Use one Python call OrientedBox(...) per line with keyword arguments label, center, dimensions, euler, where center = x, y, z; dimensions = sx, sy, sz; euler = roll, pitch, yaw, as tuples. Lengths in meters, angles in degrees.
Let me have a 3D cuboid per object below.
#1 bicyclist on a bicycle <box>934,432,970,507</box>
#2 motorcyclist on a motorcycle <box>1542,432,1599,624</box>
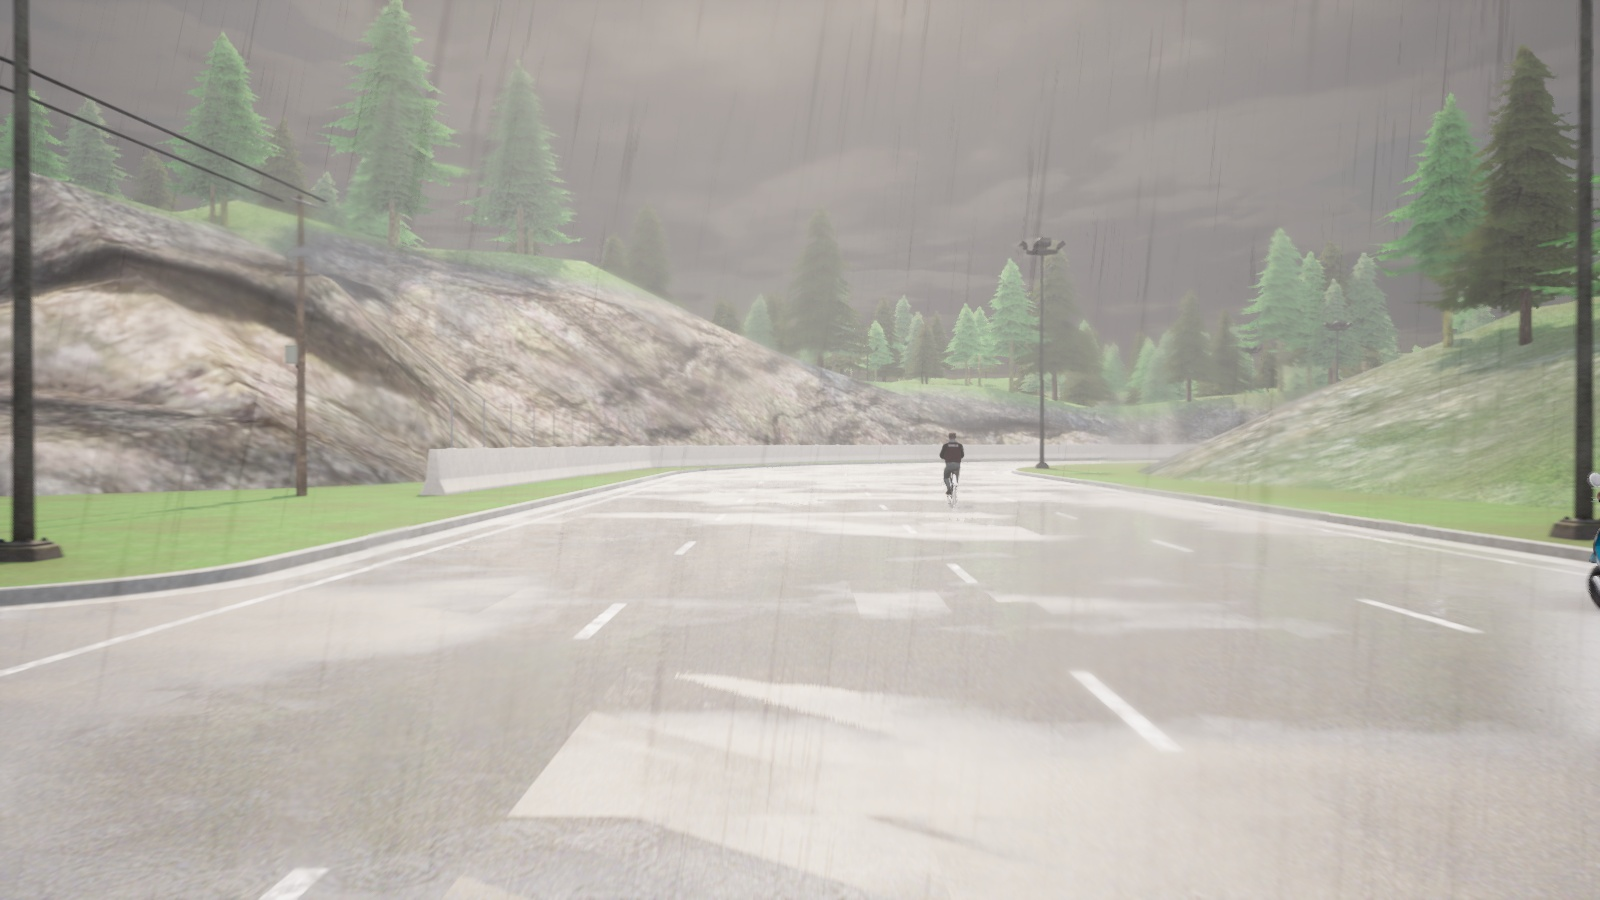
OrientedBox(label="bicyclist on a bicycle", center=(3.691, 0.448, 30.585), dimensions=(0.659, 1.776, 1.843), euler=(0, 1, 0))
OrientedBox(label="motorcyclist on a motorcycle", center=(7.075, 0.648, 10.325), dimensions=(0.866, 1.590, 1.817), euler=(0, 0, 0))
